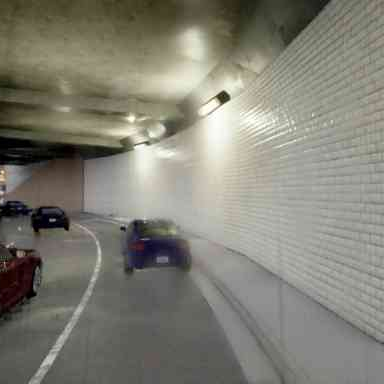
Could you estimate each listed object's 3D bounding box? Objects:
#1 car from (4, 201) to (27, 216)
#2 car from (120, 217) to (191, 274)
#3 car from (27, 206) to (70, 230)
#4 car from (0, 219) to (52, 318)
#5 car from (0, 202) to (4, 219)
[{"bbox_3d":[-17.366,1.548,32.128,2.033,1.411,5.357,0,0,-42],"label":"car"},{"bbox_3d":[-1.261,1.525,10.550,1.812,1.442,4.674,0,0,-13],"label":"car"},{"bbox_3d":[-8.831,1.565,20.557,1.994,1.385,4.181,0,0,-28],"label":"car"},{"bbox_3d":[-3.998,1.477,5.375,1.882,1.535,5.008,0,0,-8],"label":"car"},{"bbox_3d":[-12.589,1.477,20.108,1.882,1.535,5.008,0,0,-30],"label":"car"}]
